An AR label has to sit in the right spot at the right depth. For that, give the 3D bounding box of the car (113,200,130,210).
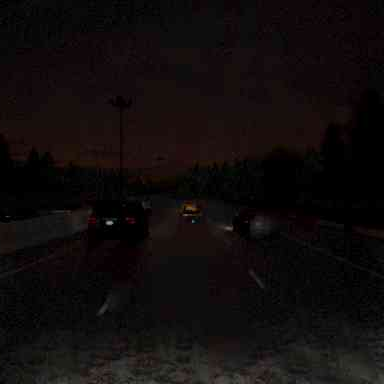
[{"bbox_3d":[-11.362,2.075,54.181,1.837,1.490,4.892,0,-1,-1],"label":"car"}]

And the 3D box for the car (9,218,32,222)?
[{"bbox_3d":[-14.181,1.788,26.636,1.837,1.490,4.892,0,-1,-1],"label":"car"}]

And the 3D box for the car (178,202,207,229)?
[{"bbox_3d":[0.049,1.746,24.056,2.128,1.511,4.902,0,-1,-1],"label":"car"}]

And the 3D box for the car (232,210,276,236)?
[{"bbox_3d":[3.585,1.773,19.829,1.994,1.385,4.181,0,-1,0],"label":"car"}]

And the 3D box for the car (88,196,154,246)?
[{"bbox_3d":[-3.402,1.395,16.390,2.150,2.045,5.566,0,-1,0],"label":"car"}]

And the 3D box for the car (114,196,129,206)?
[{"bbox_3d":[-15.215,1.979,72.162,2.150,2.045,5.566,0,-1,-1],"label":"car"}]

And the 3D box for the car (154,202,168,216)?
[{"bbox_3d":[-3.773,1.886,37.487,2.128,1.511,4.902,0,-1,-2],"label":"car"}]
